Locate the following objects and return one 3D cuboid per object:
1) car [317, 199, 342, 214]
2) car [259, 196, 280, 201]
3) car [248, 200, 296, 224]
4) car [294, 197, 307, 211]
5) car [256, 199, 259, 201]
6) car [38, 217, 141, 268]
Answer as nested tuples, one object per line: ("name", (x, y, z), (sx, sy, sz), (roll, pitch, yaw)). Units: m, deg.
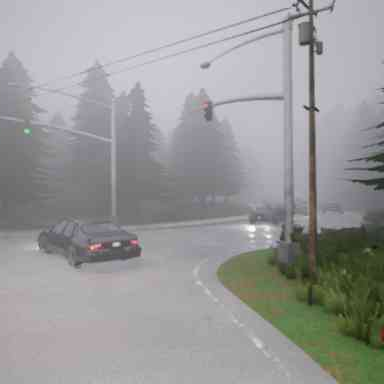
("car", (14.557, 1.494, 35.270), (1.812, 1.442, 4.674), (0, 0, 12))
("car", (11.779, 1.386, 48.896), (2.097, 1.767, 4.553), (0, 0, -1))
("car", (5.771, 1.569, 24.374), (1.994, 1.385, 4.181), (-1, 0, 36))
("car", (10.371, 1.349, 33.552), (2.097, 1.767, 4.553), (-1, 0, 14))
("car", (13.183, 1.563, 59.664), (1.837, 1.490, 4.892), (0, -1, -21))
("car", (-3.808, 1.606, 11.712), (2.033, 1.411, 5.357), (0, 0, -39))
